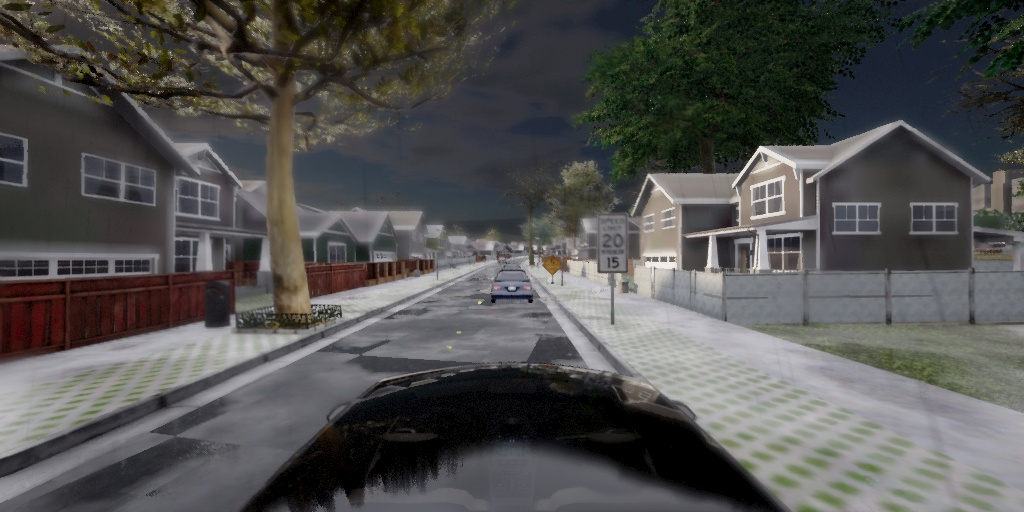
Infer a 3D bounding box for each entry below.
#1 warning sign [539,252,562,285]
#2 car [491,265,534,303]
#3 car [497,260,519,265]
[{"bbox_3d":[2.517,0.845,22.191,1.300,1.860,1.060,0,0,0],"label":"warning sign"},{"bbox_3d":[0.000,1.304,16.499,2.033,1.411,5.357,0,0,0],"label":"car"},{"bbox_3d":[0.000,1.274,31.499,1.994,1.385,4.181,0,0,0],"label":"car"}]
